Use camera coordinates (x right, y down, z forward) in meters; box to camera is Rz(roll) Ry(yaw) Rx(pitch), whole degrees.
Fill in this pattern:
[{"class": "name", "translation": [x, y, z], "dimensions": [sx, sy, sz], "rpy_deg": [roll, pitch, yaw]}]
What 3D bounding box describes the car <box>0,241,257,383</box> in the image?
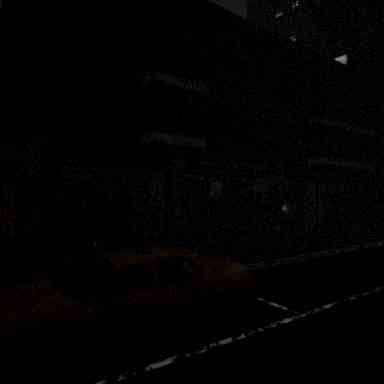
[{"class": "car", "translation": [-1.077, 1.527, 5.304], "dimensions": [4.829, 1.417, 1.752], "rpy_deg": [0, 2, -35]}]
